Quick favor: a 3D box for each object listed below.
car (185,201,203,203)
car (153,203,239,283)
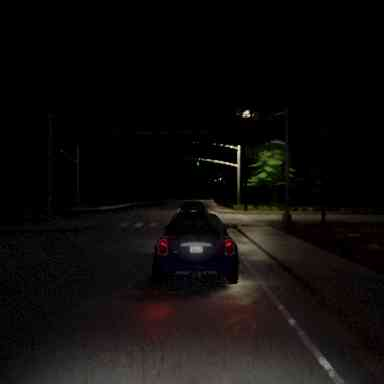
[{"bbox_3d":[0.176,1.445,24.620,2.097,1.767,4.553,0,0,2],"label":"car"},{"bbox_3d":[0.101,1.387,9.929,2.097,1.767,4.553,0,0,0],"label":"car"}]
